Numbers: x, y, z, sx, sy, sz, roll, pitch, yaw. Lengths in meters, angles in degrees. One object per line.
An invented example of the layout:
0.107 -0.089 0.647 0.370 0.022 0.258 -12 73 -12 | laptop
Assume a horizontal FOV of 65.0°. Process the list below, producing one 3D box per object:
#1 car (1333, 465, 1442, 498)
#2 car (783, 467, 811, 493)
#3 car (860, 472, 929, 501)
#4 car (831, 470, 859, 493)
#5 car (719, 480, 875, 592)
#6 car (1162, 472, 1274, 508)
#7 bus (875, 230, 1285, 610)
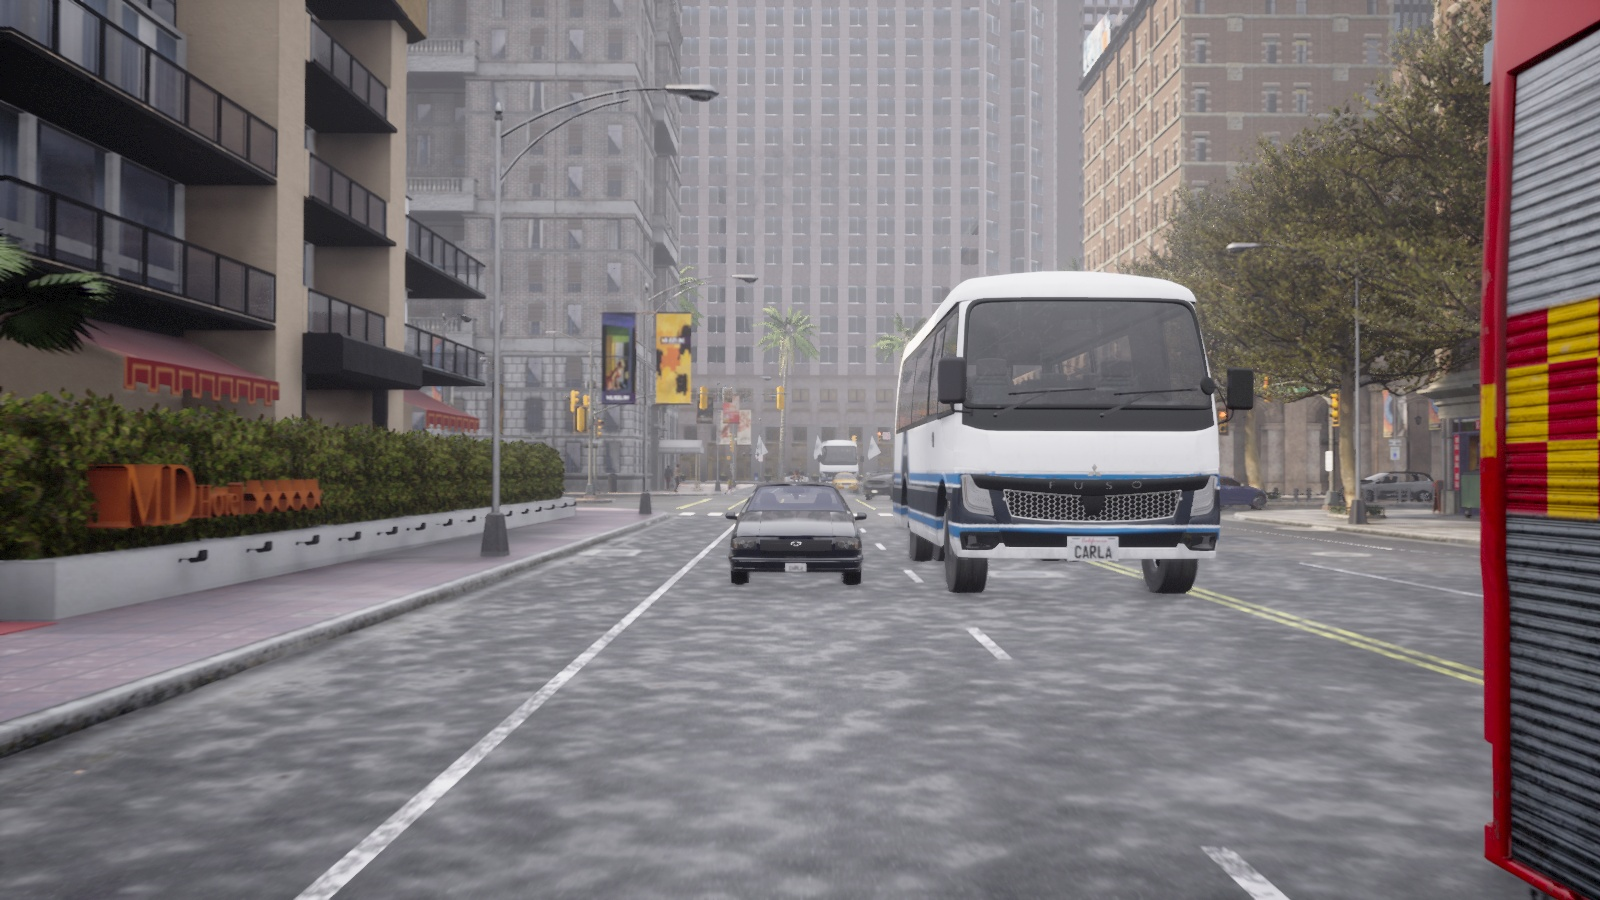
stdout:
30.462 1.629 65.202 4.611 1.667 2.242 0 -1 1 | car
-0.230 2.163 91.467 1.932 1.855 4.605 0 -1 0 | car
5.185 1.945 68.486 1.837 1.490 4.892 0 -1 30 | car
3.269 2.267 91.263 1.801 1.575 5.366 0 -1 0 | car
-0.047 1.181 19.006 2.033 1.411 5.357 0 -1 0 | car
17.564 1.653 52.763 4.674 1.442 1.812 0 -1 -30 | car
3.447 -0.254 19.239 3.944 4.253 10.273 0 -1 0 | bus
